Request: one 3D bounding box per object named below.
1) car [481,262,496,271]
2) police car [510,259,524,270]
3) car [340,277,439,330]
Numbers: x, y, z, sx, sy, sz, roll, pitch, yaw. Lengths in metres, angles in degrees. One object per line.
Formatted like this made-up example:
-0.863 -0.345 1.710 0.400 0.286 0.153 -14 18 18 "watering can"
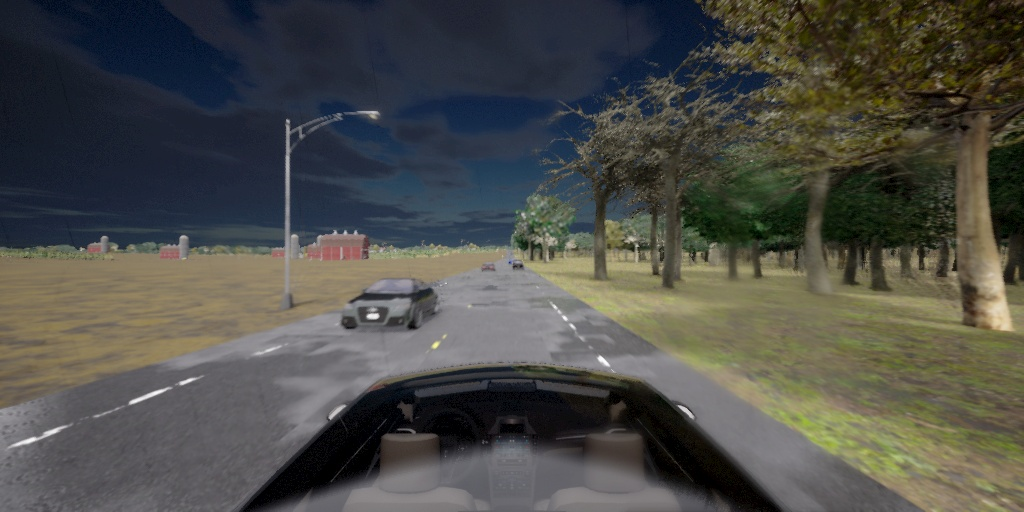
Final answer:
-3.527 1.606 54.084 1.994 1.385 4.181 0 0 1 "car"
1.059 1.492 60.272 1.930 1.638 5.238 0 0 0 "police car"
-3.596 1.377 11.259 1.994 1.385 4.181 0 0 0 "car"
